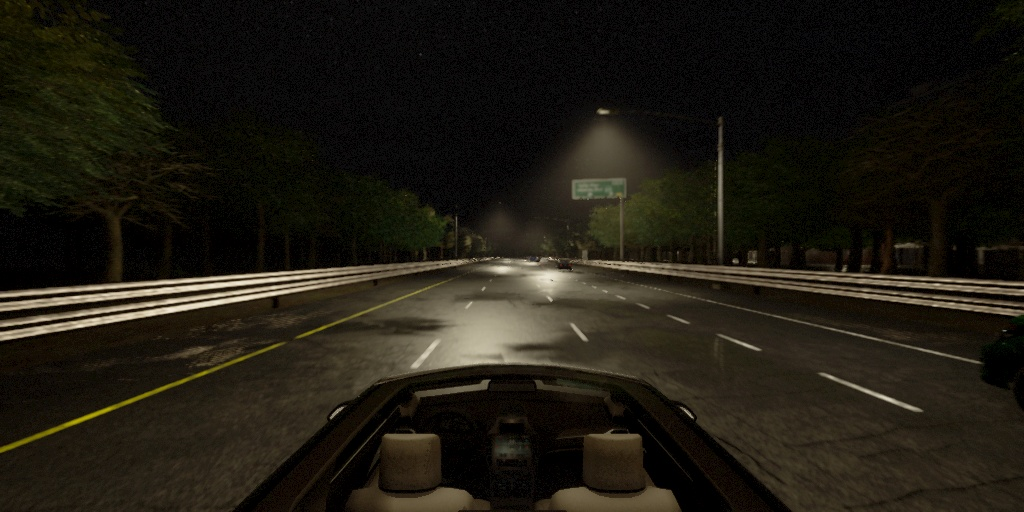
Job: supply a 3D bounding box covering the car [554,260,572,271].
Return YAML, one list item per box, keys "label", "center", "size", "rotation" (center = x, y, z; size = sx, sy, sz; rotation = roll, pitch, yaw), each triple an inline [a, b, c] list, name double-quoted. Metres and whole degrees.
- label: "car"
  center: [7.093, 1.275, 50.100]
  size: [2.033, 1.411, 5.357]
  rotation: [0, 0, 0]

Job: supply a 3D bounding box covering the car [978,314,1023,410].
- label: "car"
  center: [6.998, 0.977, 2.069]
  size: [2.150, 2.045, 5.566]
  rotation: [0, 0, 0]
